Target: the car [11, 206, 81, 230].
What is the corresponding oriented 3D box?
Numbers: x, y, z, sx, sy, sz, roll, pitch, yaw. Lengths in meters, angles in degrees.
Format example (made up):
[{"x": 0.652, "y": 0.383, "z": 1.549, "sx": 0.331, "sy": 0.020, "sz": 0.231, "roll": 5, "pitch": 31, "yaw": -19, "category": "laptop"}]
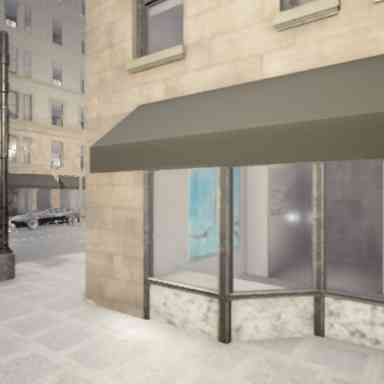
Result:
[{"x": -9.251, "y": 1.590, "z": 21.371, "sx": 1.947, "sy": 1.339, "sz": 4.313, "roll": 0, "pitch": 0, "yaw": 35, "category": "car"}]
